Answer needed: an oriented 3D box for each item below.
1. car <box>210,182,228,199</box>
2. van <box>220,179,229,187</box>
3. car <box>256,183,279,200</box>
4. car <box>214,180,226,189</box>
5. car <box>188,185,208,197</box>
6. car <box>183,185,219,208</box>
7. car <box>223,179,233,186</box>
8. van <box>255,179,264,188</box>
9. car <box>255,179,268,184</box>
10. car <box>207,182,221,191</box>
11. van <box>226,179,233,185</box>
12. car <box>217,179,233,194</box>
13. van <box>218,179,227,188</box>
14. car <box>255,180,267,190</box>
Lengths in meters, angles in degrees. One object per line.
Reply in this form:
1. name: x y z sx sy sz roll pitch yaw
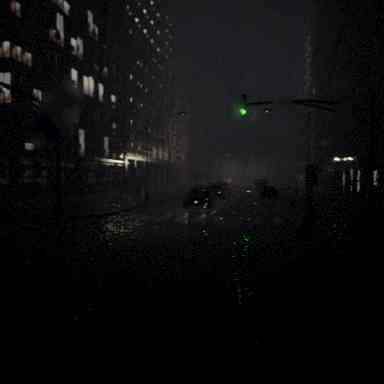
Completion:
1. car: 2.406 -0.045 34.996 1.812 1.442 4.674 0 3 11
2. van: 7.664 -2.149 77.894 1.690 1.788 3.998 0 3 10
3. car: 7.600 0.061 33.023 1.947 1.339 4.313 0 3 10
4. car: 5.697 -1.560 67.031 1.967 1.590 4.097 0 3 10
5. car: 0.781 -0.196 39.867 1.802 1.307 4.206 0 3 10
6. car: 0.622 0.432 25.139 1.994 1.385 4.181 0 3 10
7. car: 9.630 -2.666 88.761 2.192 1.841 5.009 0 3 10
8. van: 14.435 -1.873 71.059 1.690 1.788 3.998 0 3 10
9. car: 11.485 -1.163 54.755 2.192 1.841 5.009 0 3 10
10. car: 3.731 -0.943 56.169 1.947 1.339 4.313 0 3 10
11. van: 10.614 -2.886 94.196 1.690 1.788 3.998 0 3 10
12. car: 4.336 -0.567 45.608 1.882 1.535 5.008 0 3 10
13. van: 6.680 -1.904 72.461 1.690 1.788 3.998 0 3 10
14. car: 12.469 -1.283 60.196 1.967 1.590 4.097 0 3 10
